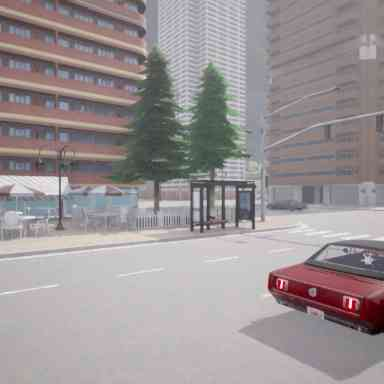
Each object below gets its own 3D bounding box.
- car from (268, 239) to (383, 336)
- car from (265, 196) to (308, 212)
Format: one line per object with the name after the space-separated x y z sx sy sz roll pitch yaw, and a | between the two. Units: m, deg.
3.733 1.601 6.473 4.718 1.301 1.895 0 0 -36 | car
11.529 1.603 40.715 2.033 1.411 5.357 0 0 -36 | car
